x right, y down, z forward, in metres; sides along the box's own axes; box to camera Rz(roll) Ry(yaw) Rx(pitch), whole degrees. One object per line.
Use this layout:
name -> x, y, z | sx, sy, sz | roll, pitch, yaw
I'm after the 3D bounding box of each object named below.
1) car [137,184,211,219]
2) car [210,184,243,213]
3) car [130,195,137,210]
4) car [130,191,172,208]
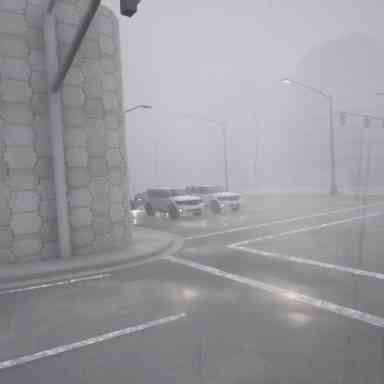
car -> -1.452, 0.662, 23.624 | 2.150, 2.045, 5.566 | -5, 3, -35
car -> 1.394, 0.427, 25.649 | 2.150, 2.045, 5.566 | -5, 3, -35
car -> -6.873, 1.002, 31.325 | 1.994, 1.385, 4.181 | -5, 3, -35
car -> -4.223, 0.694, 33.624 | 2.128, 1.511, 4.902 | -5, 3, -35
